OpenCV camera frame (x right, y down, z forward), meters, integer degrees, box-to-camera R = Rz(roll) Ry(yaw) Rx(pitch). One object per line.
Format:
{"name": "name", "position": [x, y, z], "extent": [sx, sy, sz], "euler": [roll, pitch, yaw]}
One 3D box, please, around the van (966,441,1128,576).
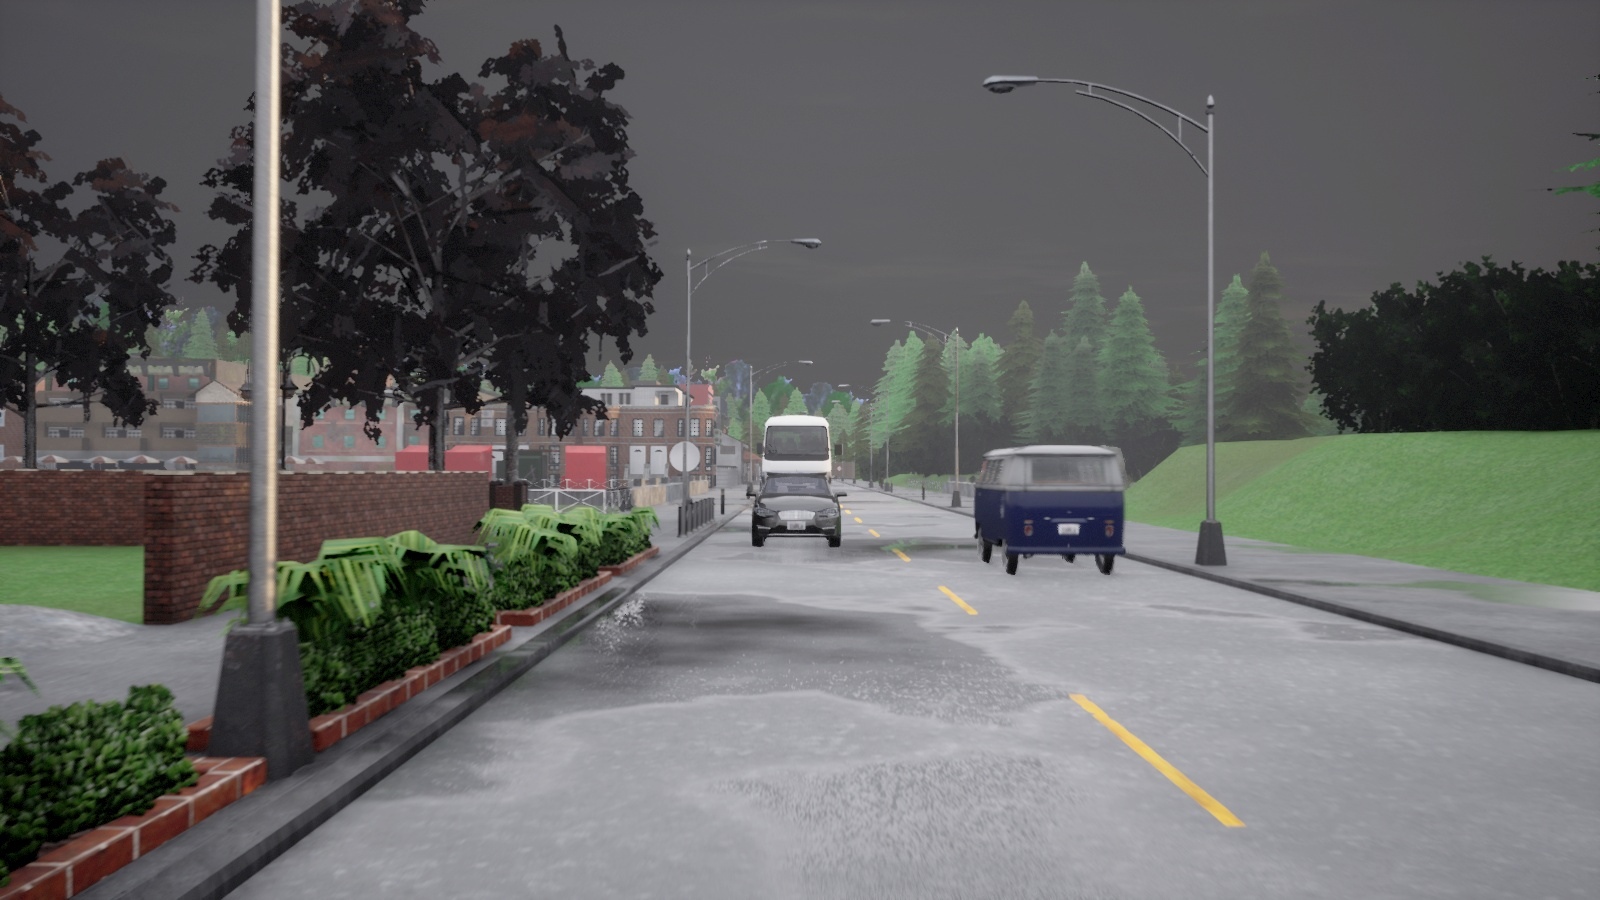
{"name": "van", "position": [3.948, 0.900, 20.811], "extent": [1.775, 1.987, 4.442], "euler": [0, -1, 0]}

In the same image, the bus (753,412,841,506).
{"name": "bus", "position": [-0.156, 0.478, 62.095], "extent": [3.944, 4.253, 10.273], "euler": [0, -1, 0]}

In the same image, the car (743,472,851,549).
{"name": "car", "position": [-0.066, 1.225, 27.123], "extent": [2.128, 1.511, 4.902], "euler": [0, -1, 0]}
